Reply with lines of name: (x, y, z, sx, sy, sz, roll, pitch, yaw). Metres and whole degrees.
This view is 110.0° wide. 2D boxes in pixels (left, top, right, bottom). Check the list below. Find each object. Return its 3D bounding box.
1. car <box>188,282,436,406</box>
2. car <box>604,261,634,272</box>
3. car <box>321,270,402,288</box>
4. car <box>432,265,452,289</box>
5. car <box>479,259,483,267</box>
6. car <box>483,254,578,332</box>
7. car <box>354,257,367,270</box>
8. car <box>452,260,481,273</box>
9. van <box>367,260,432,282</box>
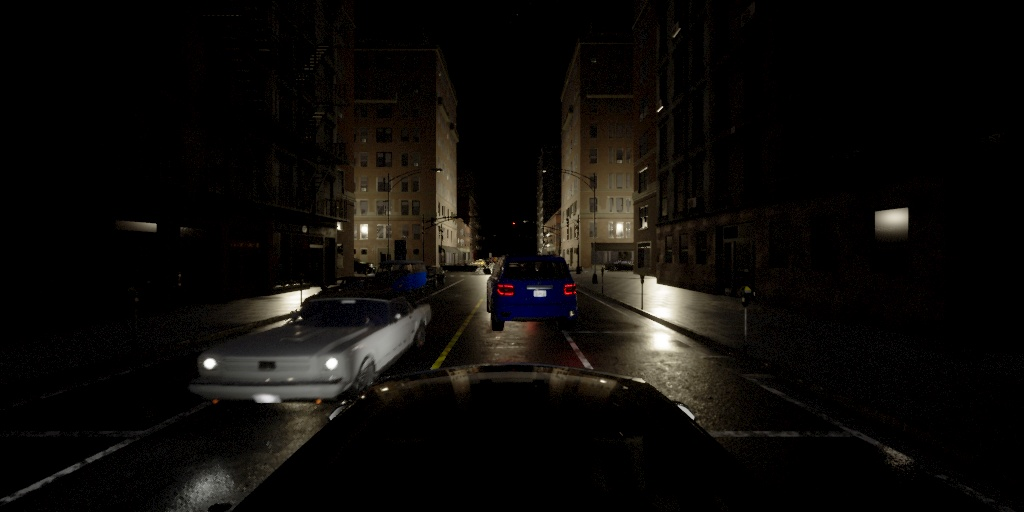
car: (-2.850, 1.351, 6.375, 1.895, 1.301, 4.718, 0, 0, 0)
car: (13.169, 1.233, 43.082, 4.181, 1.385, 1.994, 0, 0, 0)
car: (-5.389, 1.332, 12.231, 1.802, 1.307, 4.207, 0, 0, 0)
car: (-5.381, 1.301, 23.044, 2.007, 1.370, 4.403, 0, 0, 0)
car: (-5.362, 1.276, 60.837, 1.751, 1.417, 4.829, 0, 0, 0)
car: (0.365, 0.972, 11.071, 2.150, 2.045, 5.566, 0, 0, -6)
car: (-18.212, 1.066, 40.095, 5.566, 2.045, 2.150, 0, 0, 0)
car: (-6.498, 1.377, 43.058, 4.718, 1.301, 1.895, 0, 0, 0)
van: (-5.385, 1.091, 17.638, 1.690, 1.789, 3.998, 0, 0, 0)
